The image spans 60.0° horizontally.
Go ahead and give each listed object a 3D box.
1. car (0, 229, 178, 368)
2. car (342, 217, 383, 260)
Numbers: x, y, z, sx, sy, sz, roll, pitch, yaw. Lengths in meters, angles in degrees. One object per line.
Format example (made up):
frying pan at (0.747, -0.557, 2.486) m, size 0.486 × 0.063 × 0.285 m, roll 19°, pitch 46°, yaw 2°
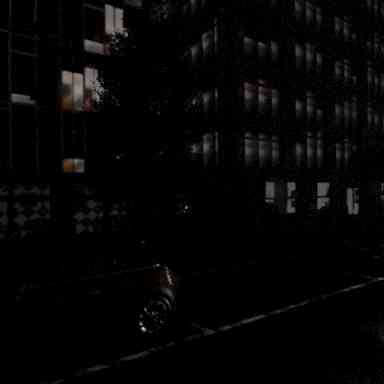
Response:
car at (-2.320, 1.440, 4.916) m, size 4.097 × 1.590 × 1.967 m, roll 0°, pitch 0°, yaw -35°
car at (6.936, 1.538, 11.514) m, size 4.403 × 1.369 × 2.008 m, roll 0°, pitch 0°, yaw -35°
